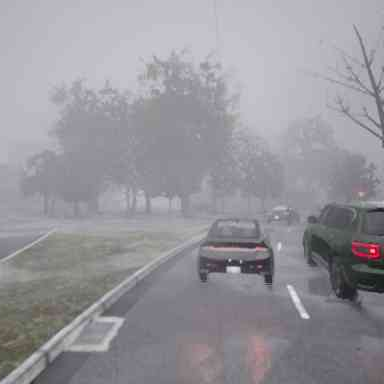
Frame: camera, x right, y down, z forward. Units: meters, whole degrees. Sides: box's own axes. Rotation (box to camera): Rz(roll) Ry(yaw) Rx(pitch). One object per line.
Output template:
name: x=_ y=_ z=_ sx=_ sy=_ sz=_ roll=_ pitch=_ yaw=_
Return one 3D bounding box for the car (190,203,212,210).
car: x=2.054 y=2.735 z=62.986 sx=5.008 sy=1.535 sz=1.882 roll=0 pitch=-2 yaw=16

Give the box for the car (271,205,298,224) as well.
car: x=7.503 y=1.804 z=27.103 sx=1.812 sy=1.442 sz=4.674 roll=-1 pitch=-2 yaw=29

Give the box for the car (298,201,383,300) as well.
car: x=4.327 y=1.226 z=8.378 sx=2.150 sy=2.045 sz=5.566 roll=0 pitch=0 yaw=9

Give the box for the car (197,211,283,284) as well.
car: x=1.335 y=1.510 z=9.720 sx=2.128 sy=1.511 sz=4.902 roll=0 pitch=0 yaw=10

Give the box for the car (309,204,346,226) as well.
car: x=10.821 y=1.754 z=26.388 sx=2.128 sy=1.511 sz=4.902 roll=-1 pitch=-2 yaw=29
